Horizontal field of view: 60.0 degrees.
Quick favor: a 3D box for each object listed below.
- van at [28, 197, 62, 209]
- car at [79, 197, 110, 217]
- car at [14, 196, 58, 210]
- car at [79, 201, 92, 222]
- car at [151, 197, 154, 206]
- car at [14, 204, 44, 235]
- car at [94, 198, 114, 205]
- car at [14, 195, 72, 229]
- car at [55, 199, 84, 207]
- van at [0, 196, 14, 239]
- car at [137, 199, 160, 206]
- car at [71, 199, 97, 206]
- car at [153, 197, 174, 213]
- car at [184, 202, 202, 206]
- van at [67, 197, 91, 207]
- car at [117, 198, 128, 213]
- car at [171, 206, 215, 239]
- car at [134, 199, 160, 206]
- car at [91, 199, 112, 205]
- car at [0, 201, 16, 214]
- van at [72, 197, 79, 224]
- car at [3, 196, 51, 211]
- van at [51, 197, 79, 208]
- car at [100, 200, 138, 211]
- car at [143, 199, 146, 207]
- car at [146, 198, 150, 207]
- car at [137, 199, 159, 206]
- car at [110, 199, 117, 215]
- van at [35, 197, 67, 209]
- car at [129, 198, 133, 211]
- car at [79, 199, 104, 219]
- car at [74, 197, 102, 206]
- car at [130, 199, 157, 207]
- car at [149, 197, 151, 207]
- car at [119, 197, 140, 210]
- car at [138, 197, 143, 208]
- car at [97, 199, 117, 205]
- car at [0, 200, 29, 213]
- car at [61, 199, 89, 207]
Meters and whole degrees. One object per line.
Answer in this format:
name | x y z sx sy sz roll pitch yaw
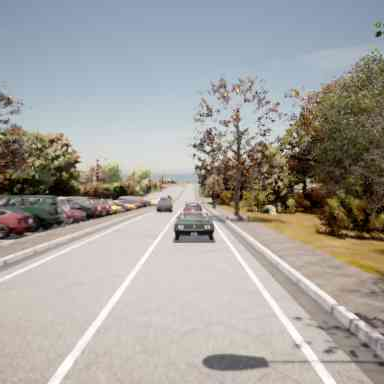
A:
van | -23.250 1.736 52.673 4.442 1.987 1.878 0 -1 0
car | -10.272 1.511 30.377 4.553 1.767 2.185 0 -1 0
car | -23.341 1.670 49.904 5.566 2.045 2.435 0 -1 0
car | -10.310 1.595 24.822 4.674 1.452 2.002 0 -1 0
car | -10.273 2.132 63.686 4.892 1.521 2.231 0 -1 0
car | -10.342 1.493 16.521 4.792 1.488 2.163 0 0 0
car | -23.373 2.565 88.542 4.553 1.767 2.185 0 -1 0
car | -10.339 1.223 19.275 5.566 2.045 2.435 0 -1 0
car | -23.388 2.162 63.746 4.792 1.488 2.163 0 -1 0
van | -10.198 1.241 13.738 4.442 1.987 1.878 0 0 0
car | -10.453 2.496 80.328 5.366 1.575 1.946 0 -1 0
car | -23.325 2.336 72.048 4.792 1.488 2.163 0 -1 0
car | -3.355 1.774 41.597 1.882 1.535 5.008 0 -1 0
car | 0.087 1.764 34.788 1.994 1.385 4.181 0 -1 0
van | -23.472 2.016 69.161 4.442 1.987 1.878 0 -1 0
car | -10.114 1.714 35.927 5.366 1.575 1.946 0 -1 0
car | 0.101 1.637 17.336 1.895 1.301 4.718 0 0 0
car | -10.086 2.367 74.777 5.366 1.575 1.946 0 -1 0
car | -23.314 2.659 85.894 4.792 1.488 2.163 0 -1 0
car | -23.380 1.798 38.695 4.674 1.452 2.002 0 -1 0
van | -10.192 1.289 22.050 4.442 1.987 1.878 0 -1 0
car | -23.343 1.630 47.134 5.566 2.045 2.435 0 -1 0
van | -23.253 1.861 60.998 4.442 1.987 1.878 0 -1 0
car | -10.262 1.909 47.030 4.792 1.488 2.163 0 -1 0
car | -10.258 1.990 52.581 4.792 1.488 2.163 0 -1 0
car | -10.313 2.071 58.134 4.792 1.488 2.163 0 -1 0
car | -10.276 2.435 77.552 4.892 1.521 2.231 0 -1 0
car | -10.270 1.551 33.152 4.553 1.767 2.185 0 -1 0
van | -23.482 1.777 55.443 4.442 1.987 1.878 0 -1 0
car | -10.302 1.799 41.478 4.892 1.521 2.231 0 -1 0
car | -10.300 1.595 27.599 5.008 1.535 2.097 0 -1 0
car | -23.380 2.120 74.824 5.566 2.045 2.435 0 -1 0
car | -10.090 2.237 69.105 5.366 1.575 1.946 0 -1 0
car | -10.313 1.959 60.909 4.553 1.767 2.185 0 -1 0
car | -10.108 1.836 44.254 5.366 1.575 1.946 0 -1 0
car | -10.260 1.949 49.806 4.792 1.488 2.163 0 -1 0
car | -23.334 2.755 91.310 5.008 1.535 2.097 0 -1 0
car | -23.369 1.800 41.590 5.008 1.535 2.097 0 -1 0
car | -23.386 2.212 66.385 4.792 1.488 2.163 0 -1 0
